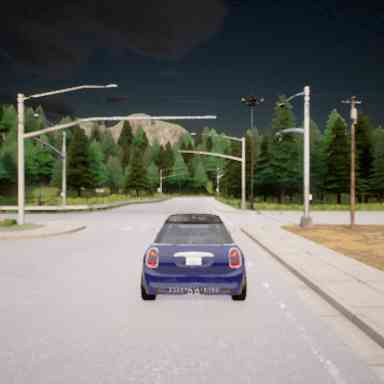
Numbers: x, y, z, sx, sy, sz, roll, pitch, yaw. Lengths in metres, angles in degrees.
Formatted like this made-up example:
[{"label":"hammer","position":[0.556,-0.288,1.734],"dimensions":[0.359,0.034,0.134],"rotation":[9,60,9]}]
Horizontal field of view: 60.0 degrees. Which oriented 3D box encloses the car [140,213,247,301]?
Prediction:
[{"label":"car","position":[0.052,1.298,8.374],"dimensions":[2.097,1.767,4.553],"rotation":[0,0,1]}]
